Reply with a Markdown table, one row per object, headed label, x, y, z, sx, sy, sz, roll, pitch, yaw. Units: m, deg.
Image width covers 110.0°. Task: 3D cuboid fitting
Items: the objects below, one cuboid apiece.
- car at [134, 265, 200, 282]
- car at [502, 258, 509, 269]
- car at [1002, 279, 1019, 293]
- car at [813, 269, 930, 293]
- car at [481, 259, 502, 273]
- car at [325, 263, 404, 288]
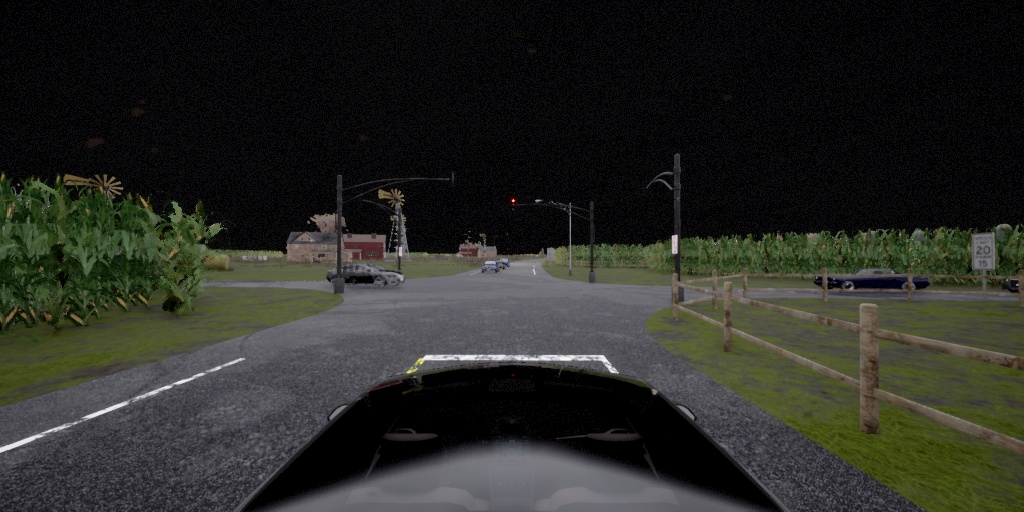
| label | x | y | z | sx | sy | sz | roll | pitch | yaw |
| --- | --- | --- | --- | --- | --- | --- | --- | --- | --- |
| car | -24.564 | 1.304 | 25.330 | 4.718 | 1.301 | 1.895 | 0 | -1 | 10 |
| car | -2.065 | 1.303 | 53.917 | 1.994 | 1.385 | 4.181 | 0 | 0 | 5 |
| car | 29.349 | 1.377 | 19.028 | 4.181 | 1.385 | 1.994 | 0 | -1 | 10 |
| car | 20.381 | 1.401 | 20.577 | 4.718 | 1.301 | 1.895 | 0 | -1 | 9 |
| car | -2.595 | 1.271 | 43.910 | 1.812 | 1.442 | 4.674 | 0 | 0 | 3 |
| car | -9.342 | 1.215 | 22.886 | 4.902 | 1.511 | 2.128 | 0 | -1 | 9 |
